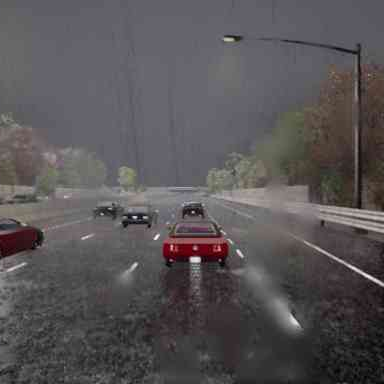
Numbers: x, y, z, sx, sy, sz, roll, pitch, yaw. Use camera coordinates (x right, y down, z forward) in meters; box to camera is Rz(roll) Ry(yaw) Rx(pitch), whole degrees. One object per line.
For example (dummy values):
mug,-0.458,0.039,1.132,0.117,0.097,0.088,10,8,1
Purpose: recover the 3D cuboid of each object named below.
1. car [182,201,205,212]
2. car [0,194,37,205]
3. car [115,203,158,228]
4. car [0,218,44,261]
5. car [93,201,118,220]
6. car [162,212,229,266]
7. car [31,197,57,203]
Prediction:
car,0.099,1.497,29.631,1.882,1.535,5.008,0,0,0
car,-21.086,1.259,41.210,2.150,2.045,5.566,0,0,0
car,-3.401,1.559,22.326,2.033,1.411,5.357,0,0,0
car,-6.901,1.568,11.572,1.994,1.385,4.181,0,0,0
car,-6.902,1.509,28.020,2.128,1.511,4.902,0,0,0
car,0.100,1.605,11.522,1.895,1.301,4.718,0,0,0
car,-17.587,1.598,40.987,1.994,1.385,4.181,0,0,0
